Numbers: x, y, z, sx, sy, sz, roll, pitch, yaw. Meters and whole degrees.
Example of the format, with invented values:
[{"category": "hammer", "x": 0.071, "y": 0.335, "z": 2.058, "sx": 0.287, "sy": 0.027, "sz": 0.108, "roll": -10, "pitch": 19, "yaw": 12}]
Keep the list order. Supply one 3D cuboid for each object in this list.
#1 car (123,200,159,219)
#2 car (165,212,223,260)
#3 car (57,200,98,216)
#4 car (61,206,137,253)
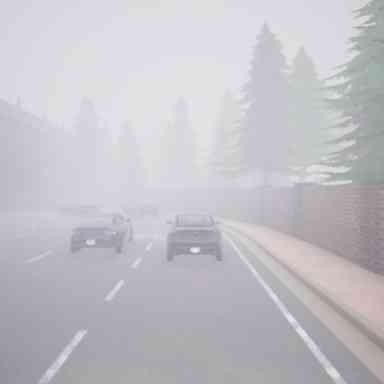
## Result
[{"category": "car", "x": -4.691, "y": 1.478, "z": 29.150, "sx": 1.837, "sy": 1.490, "sz": 4.892, "roll": 1, "pitch": -1, "yaw": -36}, {"category": "car", "x": 0.065, "y": 1.493, "z": 12.388, "sx": 1.837, "sy": 1.490, "sz": 4.892, "roll": 0, "pitch": 0, "yaw": -1}, {"category": "car", "x": -10.315, "y": 1.451, "z": 29.790, "sx": 5.008, "sy": 1.535, "sz": 1.882, "roll": 0, "pitch": 0, "yaw": 43}, {"category": "car", "x": -3.527, "y": 1.513, "z": 13.476, "sx": 1.812, "sy": 1.442, "sz": 4.674, "roll": 0, "pitch": 0, "yaw": -3}]
